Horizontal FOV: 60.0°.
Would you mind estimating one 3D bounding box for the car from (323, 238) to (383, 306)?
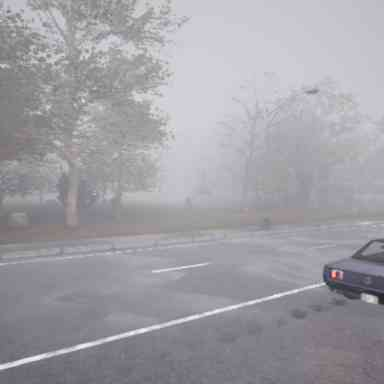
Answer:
[{"bbox_3d":[5.048,1.676,7.343,4.718,1.301,1.895,1,0,-35],"label":"car"}]
